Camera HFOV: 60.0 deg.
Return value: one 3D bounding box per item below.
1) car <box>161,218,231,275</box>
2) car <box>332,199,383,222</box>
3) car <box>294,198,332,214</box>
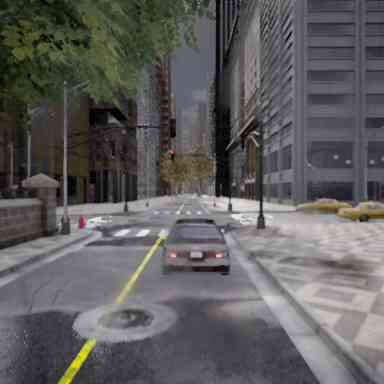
[{"bbox_3d":[0.101,1.525,10.378,2.033,1.411,5.357,0,0,0],"label":"car"},{"bbox_3d":[12.355,1.274,22.321,4.829,1.417,1.752,-1,1,0],"label":"car"},{"bbox_3d":[12.038,1.237,30.847,4.829,1.417,1.752,-1,1,0],"label":"car"}]
